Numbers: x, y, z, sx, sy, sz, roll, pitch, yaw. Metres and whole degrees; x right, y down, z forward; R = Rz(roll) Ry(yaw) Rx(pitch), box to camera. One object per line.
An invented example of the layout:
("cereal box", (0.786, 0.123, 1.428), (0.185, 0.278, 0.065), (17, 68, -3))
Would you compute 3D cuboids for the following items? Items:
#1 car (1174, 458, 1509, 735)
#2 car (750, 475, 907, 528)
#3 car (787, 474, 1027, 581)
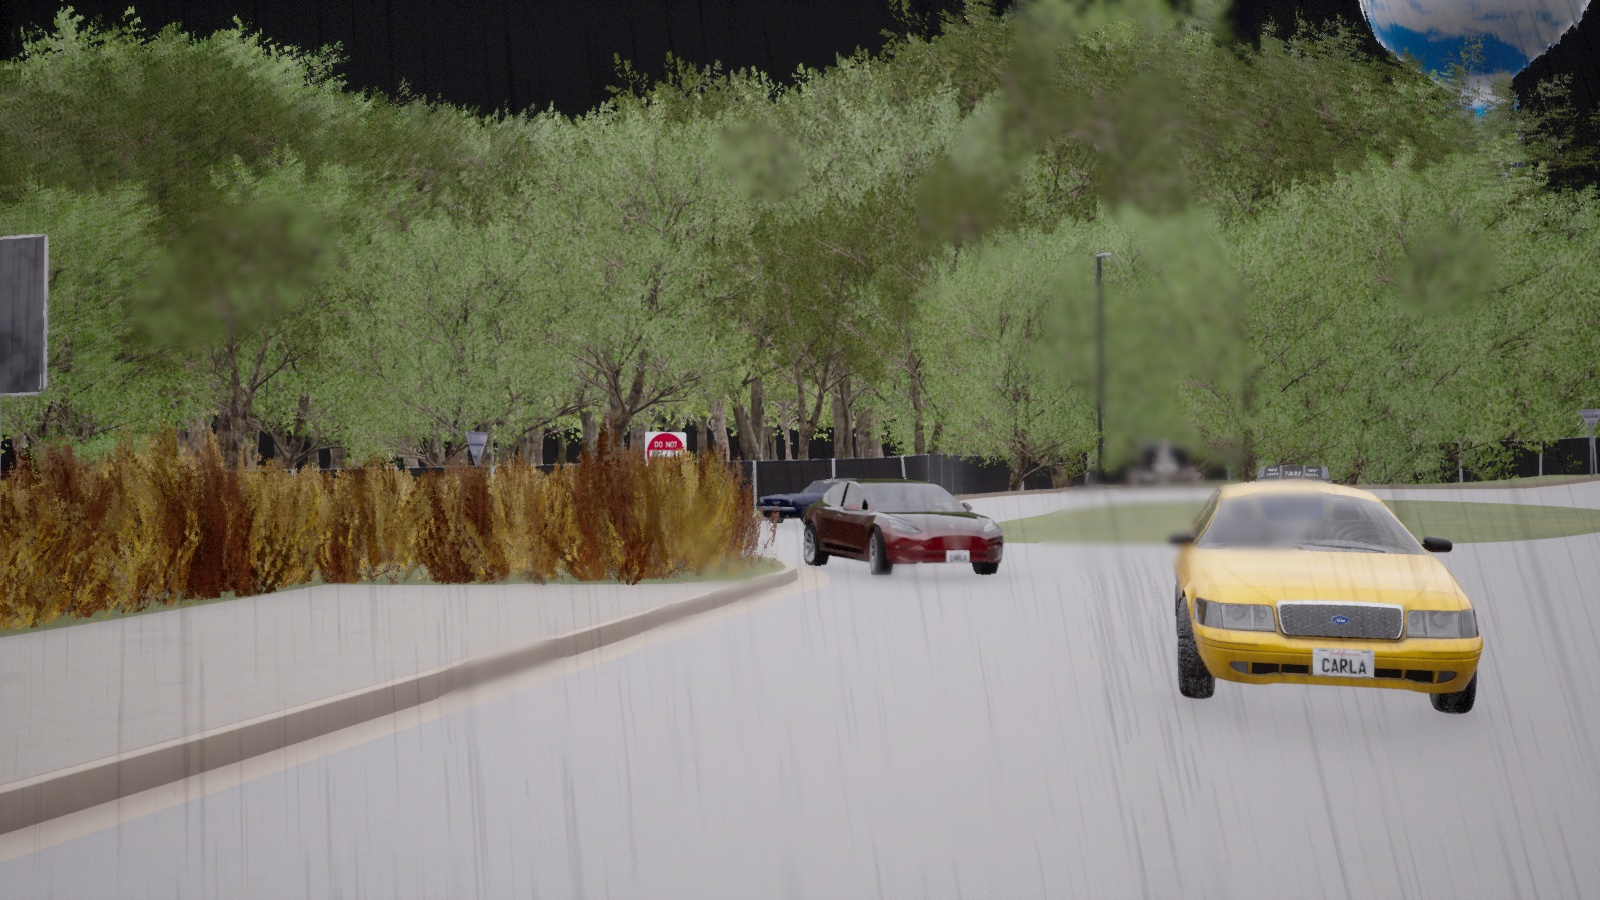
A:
("car", (3.950, 0.863, 10.039), (1.801, 1.575, 5.366), (0, 0, 16))
("car", (0.936, 1.565, 39.107), (4.718, 1.301, 1.895), (-3, 0, -39))
("car", (1.538, 1.177, 20.229), (2.163, 1.488, 4.792), (0, -2, -18))
